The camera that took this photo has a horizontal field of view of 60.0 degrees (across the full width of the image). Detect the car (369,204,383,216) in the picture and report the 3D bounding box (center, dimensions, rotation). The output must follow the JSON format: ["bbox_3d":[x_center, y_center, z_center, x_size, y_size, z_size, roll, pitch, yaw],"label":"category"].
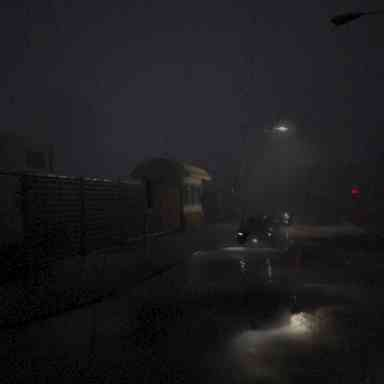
[{"bbox_3d":[23.567,2.029,38.986,5.008,1.535,1.882,-2,-2,14],"label":"car"}]

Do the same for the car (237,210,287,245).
[{"bbox_3d":[3.825,1.946,18.156,2.033,1.411,5.357,-2,-2,19],"label":"car"}]

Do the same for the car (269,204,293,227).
[{"bbox_3d":[7.206,1.931,27.792,2.097,1.767,4.553,-2,-2,20],"label":"car"}]
